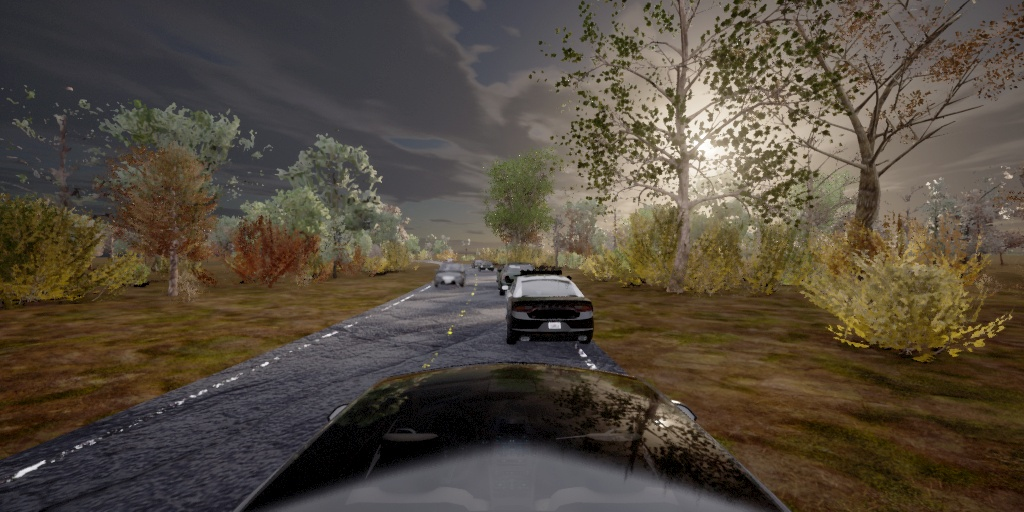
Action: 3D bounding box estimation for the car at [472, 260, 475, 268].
[{"bbox_3d":[-5.571,1.291,58.833,2.033,1.411,5.357,0,0,-11],"label":"car"}]

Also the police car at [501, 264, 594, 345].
[{"bbox_3d":[0.768,1.175,9.698,1.930,1.638,5.238,0,0,-2],"label":"police car"}]

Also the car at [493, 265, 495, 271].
[{"bbox_3d":[-0.146,1.253,25.687,1.837,1.490,4.892,0,0,-5],"label":"car"}]

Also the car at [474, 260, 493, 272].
[{"bbox_3d":[-3.479,1.347,46.593,1.895,1.301,4.718,0,0,-9],"label":"car"}]

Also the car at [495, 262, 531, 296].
[{"bbox_3d":[0.298,1.100,19.627,2.097,1.767,4.553,0,0,-4],"label":"car"}]

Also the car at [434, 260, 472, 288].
[{"bbox_3d":[-3.991,1.240,23.761,2.128,1.511,4.902,0,0,-5],"label":"car"}]
